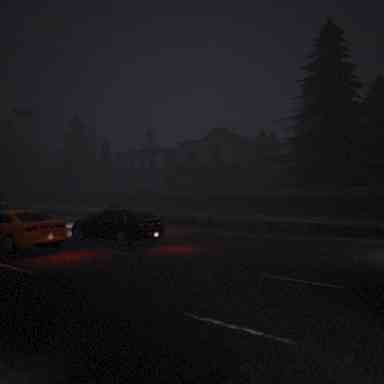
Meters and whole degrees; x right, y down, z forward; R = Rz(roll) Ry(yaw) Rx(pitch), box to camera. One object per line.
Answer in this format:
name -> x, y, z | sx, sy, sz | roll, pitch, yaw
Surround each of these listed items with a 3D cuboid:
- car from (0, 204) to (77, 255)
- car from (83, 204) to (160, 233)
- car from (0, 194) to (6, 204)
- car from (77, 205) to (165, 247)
car -> -7.072, 1.446, 13.336 | 5.008, 1.535, 1.882 | 0, 0, 35
car -> -4.298, 1.491, 19.940 | 4.674, 1.442, 1.812 | 0, 0, 35
car -> -19.261, 1.143, 30.627 | 5.566, 2.045, 2.150 | 0, 0, 35
car -> -3.430, 1.478, 15.038 | 4.892, 1.490, 1.837 | 0, 0, 35
